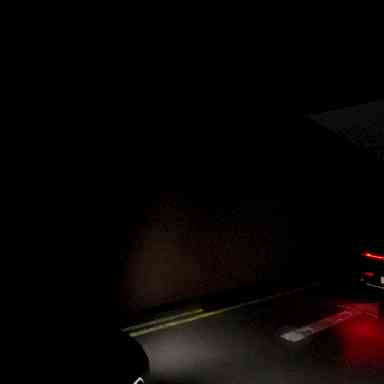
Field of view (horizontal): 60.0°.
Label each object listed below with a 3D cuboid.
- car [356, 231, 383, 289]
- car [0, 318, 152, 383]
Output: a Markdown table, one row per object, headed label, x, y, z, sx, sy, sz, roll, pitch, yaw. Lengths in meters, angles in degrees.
| label | x | y | z | sx | sy | sz | roll | pitch | yaw |
| --- | --- | --- | --- | --- | --- | --- | --- | --- | --- |
| car | 5.823 | 1.505 | 7.915 | 4.892 | 1.490 | 1.837 | 0 | 0 | -36 |
| car | -2.475 | 1.526 | 2.052 | 4.674 | 1.442 | 1.812 | 0 | 0 | -35 |
